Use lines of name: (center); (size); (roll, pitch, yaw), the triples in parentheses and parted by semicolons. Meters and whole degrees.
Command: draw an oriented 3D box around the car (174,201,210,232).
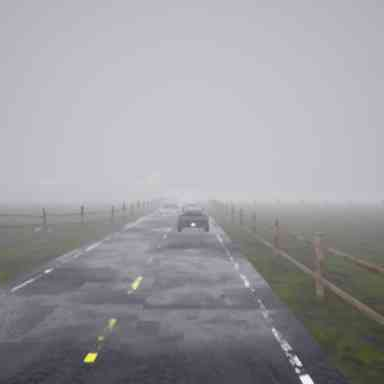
car: (0.066, 1.563, 20.769); (1.837, 1.490, 4.892); (0, 0, 0)

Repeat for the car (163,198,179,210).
car: (-2.823, 1.601, 45.128); (1.882, 1.535, 5.008); (0, 0, 0)
